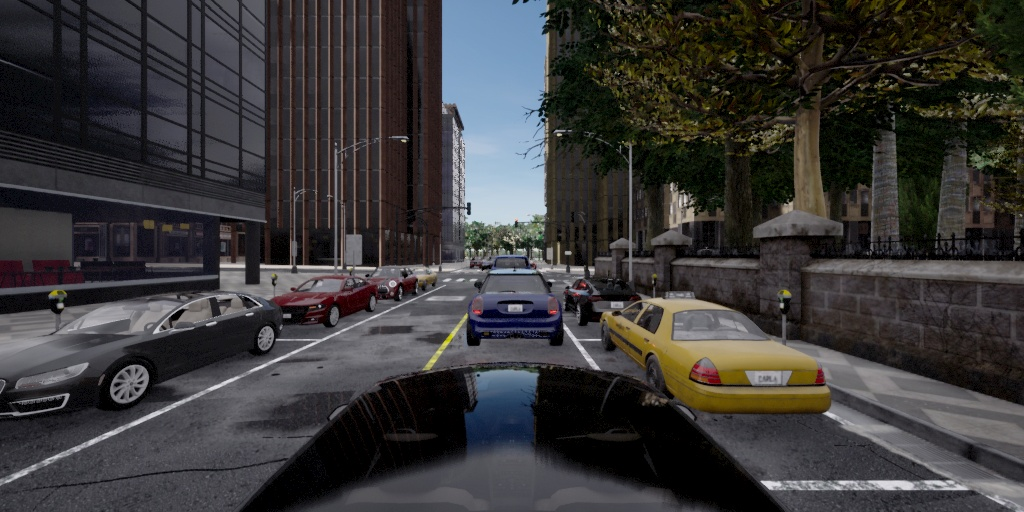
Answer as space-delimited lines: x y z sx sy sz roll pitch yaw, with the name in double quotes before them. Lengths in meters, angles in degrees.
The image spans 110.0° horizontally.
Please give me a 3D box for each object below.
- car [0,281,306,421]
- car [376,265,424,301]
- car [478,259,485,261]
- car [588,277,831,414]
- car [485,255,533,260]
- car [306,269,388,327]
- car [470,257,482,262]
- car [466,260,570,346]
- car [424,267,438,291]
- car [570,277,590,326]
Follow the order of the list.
"car" -5.769 1.300 5.985 2.007 1.370 4.403 0 0 0
"car" -5.785 1.190 16.899 1.967 1.591 4.097 0 0 0
"car" -3.079 1.359 47.303 1.895 1.301 4.718 0 0 -2
"car" 2.756 1.275 6.170 1.751 1.417 4.829 0 0 0
"car" -0.021 0.972 18.995 2.150 2.045 5.566 0 0 0
"car" -5.777 1.295 11.442 1.888 1.381 4.507 0 0 0
"car" -5.849 1.078 59.764 2.192 1.841 5.009 0 0 0
"car" 0.042 1.102 9.560 2.097 1.767 4.553 0 0 -1
"car" -5.793 1.277 22.186 1.751 1.417 4.829 0 0 0
"car" 2.748 1.316 11.457 1.948 1.339 4.313 0 0 0
